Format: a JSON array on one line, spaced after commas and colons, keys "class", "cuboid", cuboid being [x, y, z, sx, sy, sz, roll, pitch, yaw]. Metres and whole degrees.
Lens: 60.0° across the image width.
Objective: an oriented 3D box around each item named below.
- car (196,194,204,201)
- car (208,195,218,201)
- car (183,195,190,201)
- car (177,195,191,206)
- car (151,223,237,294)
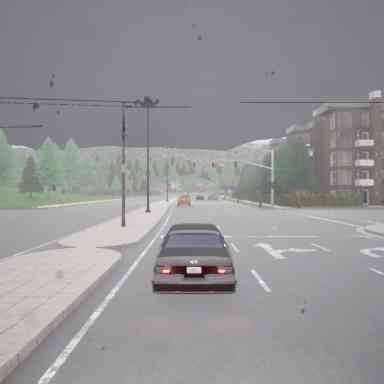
[{"class": "car", "cuboid": [2.066, 1.477, 85.513, 1.882, 1.535, 5.008, 0, 0, 0]}, {"class": "car", "cuboid": [5.566, 1.539, 85.517, 2.033, 1.411, 5.357, 0, 0, 0]}, {"class": "car", "cuboid": [-1.434, 1.523, 85.478, 1.812, 1.442, 4.674, 0, 0, 0]}, {"class": "car", "cuboid": [-1.302, 1.352, 54.653, 2.097, 1.767, 4.553, 0, 0, -1]}, {"class": "car", "cuboid": [0.051, 1.547, 8.906, 2.033, 1.411, 5.357, 0, 0, 0]}]
